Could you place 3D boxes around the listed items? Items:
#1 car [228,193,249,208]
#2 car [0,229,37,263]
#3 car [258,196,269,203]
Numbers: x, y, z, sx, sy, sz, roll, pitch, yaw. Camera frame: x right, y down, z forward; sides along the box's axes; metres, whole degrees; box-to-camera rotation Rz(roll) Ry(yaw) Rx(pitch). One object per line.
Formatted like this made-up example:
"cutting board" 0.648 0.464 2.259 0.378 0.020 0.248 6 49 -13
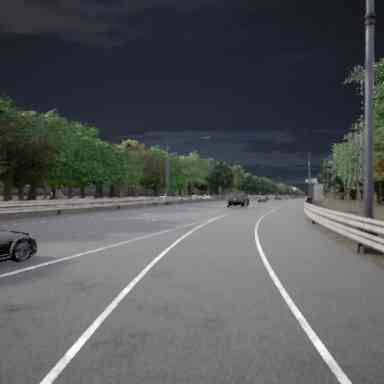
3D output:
"car" 6.459 1.123 45.929 2.150 2.045 5.566 0 0 20
"car" -6.546 1.494 9.416 1.994 1.385 4.181 0 0 20
"car" 14.934 1.484 69.556 2.033 1.411 5.357 0 0 20
